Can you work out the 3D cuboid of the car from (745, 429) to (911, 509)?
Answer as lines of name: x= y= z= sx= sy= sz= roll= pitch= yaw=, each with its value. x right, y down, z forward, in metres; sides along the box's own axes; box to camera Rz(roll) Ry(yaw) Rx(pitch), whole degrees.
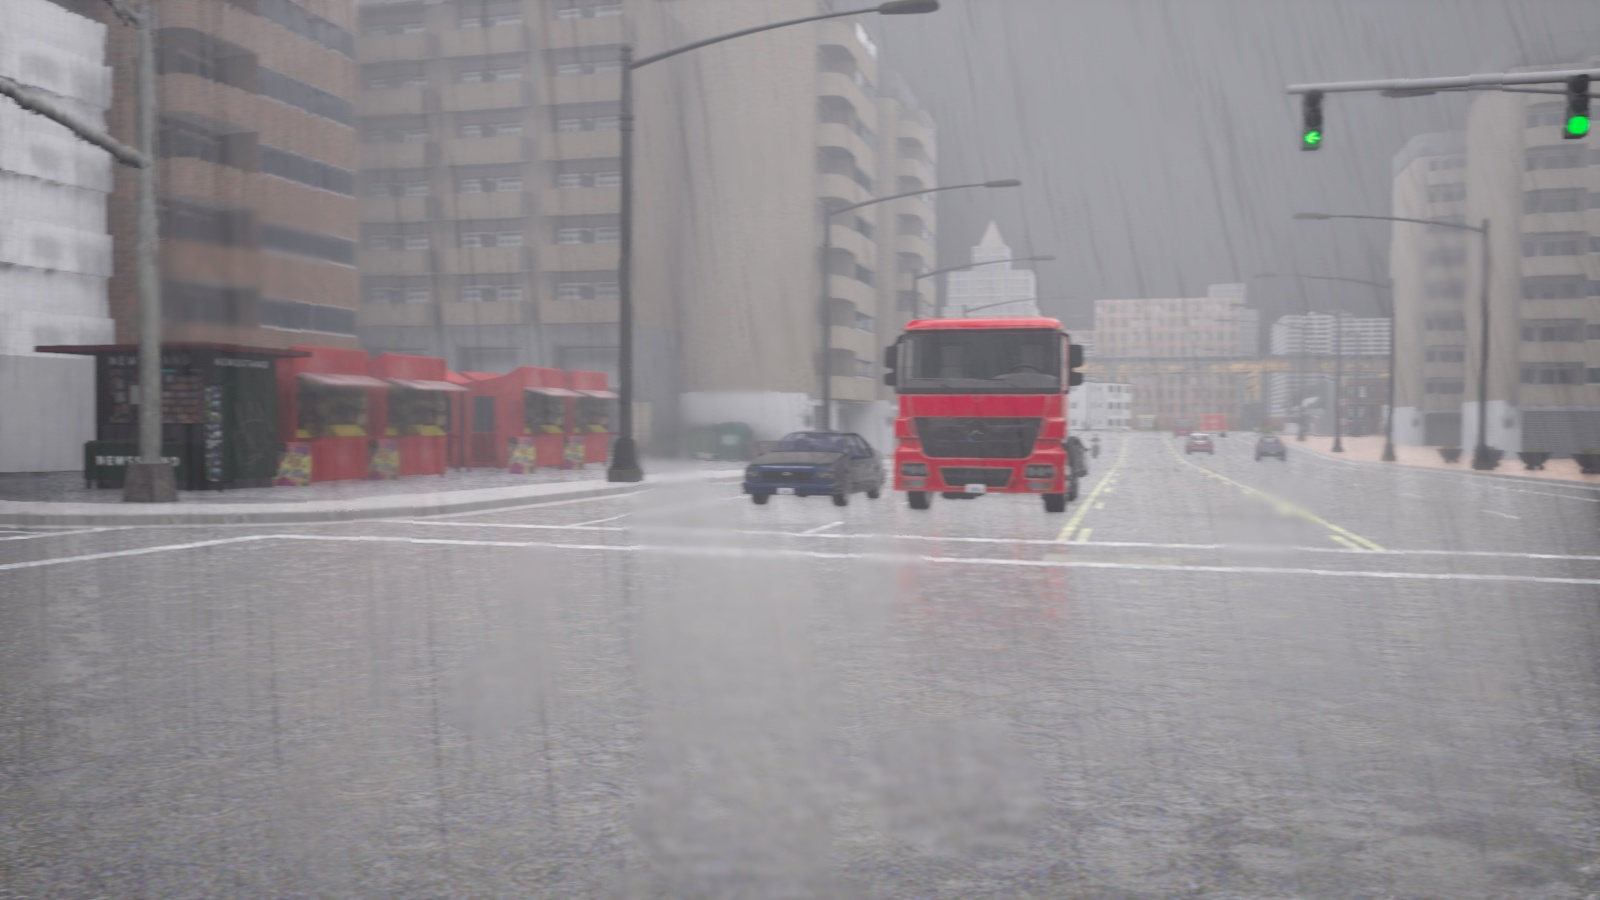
car: x=0.711 y=0.304 z=24.995 sx=2.033 sy=1.411 sz=5.357 roll=0 pitch=1 yaw=16

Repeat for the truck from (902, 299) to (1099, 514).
truck: x=4.166 y=-0.752 z=24.389 sx=2.891 sy=3.462 sz=7.936 roll=0 pitch=1 yaw=15

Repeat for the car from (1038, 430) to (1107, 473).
car: x=9.625 y=0.028 z=44.083 sx=2.033 sy=1.411 sz=5.357 roll=0 pitch=1 yaw=15

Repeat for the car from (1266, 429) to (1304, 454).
car: x=29.436 y=-0.532 z=76.287 sx=1.845 sy=1.501 sz=3.633 roll=0 pitch=1 yaw=15

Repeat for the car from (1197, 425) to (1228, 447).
car: x=29.910 y=-1.013 z=91.129 sx=1.970 sy=1.475 sz=3.806 roll=0 pitch=2 yaw=15
